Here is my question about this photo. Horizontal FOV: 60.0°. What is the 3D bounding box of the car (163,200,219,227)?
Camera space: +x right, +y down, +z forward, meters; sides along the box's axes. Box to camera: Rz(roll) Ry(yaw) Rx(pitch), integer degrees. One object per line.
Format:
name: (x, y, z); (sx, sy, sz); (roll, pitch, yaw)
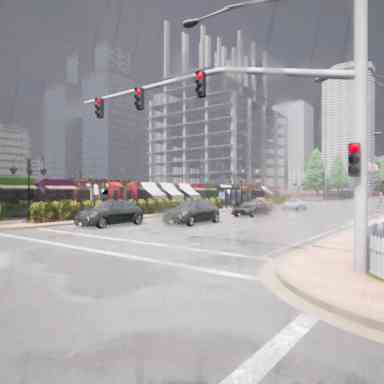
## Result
car: (0.006, 1.349, 23.165); (2.097, 1.767, 4.553); (0, 0, 36)

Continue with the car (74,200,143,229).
car: (-5.373, 1.348, 21.781); (2.097, 1.767, 4.553); (0, 0, 37)

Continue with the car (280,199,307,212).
car: (12.198, 1.524, 39.632); (1.812, 1.442, 4.674); (0, 0, 36)

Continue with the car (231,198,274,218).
car: (5.636, 1.545, 30.785); (2.033, 1.411, 5.357); (0, 0, 36)

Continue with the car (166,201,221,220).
car: (0.256, 1.544, 29.394); (2.033, 1.411, 5.357); (0, 0, 36)

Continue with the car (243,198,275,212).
car: (8.137, 1.474, 40.040); (1.882, 1.535, 5.008); (0, 0, 37)
